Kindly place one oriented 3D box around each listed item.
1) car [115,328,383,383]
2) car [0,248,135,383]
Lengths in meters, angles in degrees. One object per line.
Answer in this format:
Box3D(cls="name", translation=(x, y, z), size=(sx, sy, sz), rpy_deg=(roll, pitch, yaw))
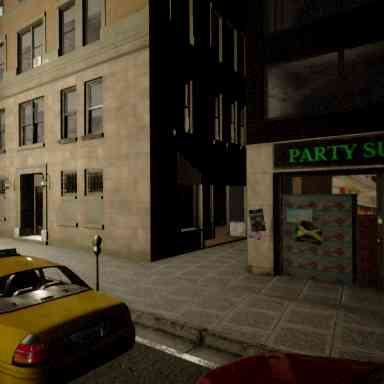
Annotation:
Box3D(cls="car", translation=(1.769, 1.582, 1.592), size=(4.206, 1.307, 1.802), rpy_deg=(0, -1, 36))
Box3D(cls="car", translation=(-2.985, 1.527, 4.991), size=(4.829, 1.417, 1.752), rpy_deg=(0, -1, 36))
